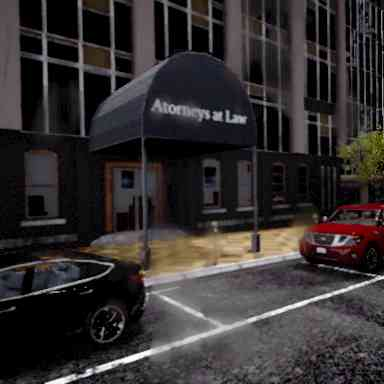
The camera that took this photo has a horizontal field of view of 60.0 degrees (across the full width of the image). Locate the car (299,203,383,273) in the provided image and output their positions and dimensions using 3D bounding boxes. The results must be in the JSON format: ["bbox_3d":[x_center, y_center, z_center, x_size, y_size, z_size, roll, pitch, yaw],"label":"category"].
[{"bbox_3d":[5.666,1.312,10.812,5.009,1.841,2.192,0,-1,-36],"label":"car"}]

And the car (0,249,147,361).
[{"bbox_3d":[-2.731,1.590,4.776,4.313,1.339,1.947,0,-1,-36],"label":"car"}]
